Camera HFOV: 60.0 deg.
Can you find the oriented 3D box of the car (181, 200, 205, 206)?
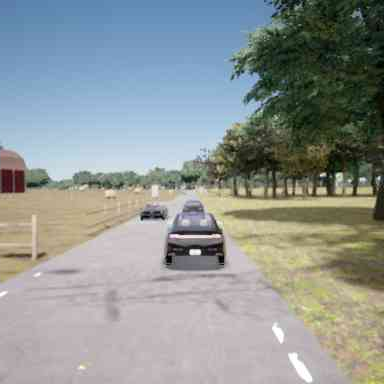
[{"bbox_3d":[0.097,1.415,27.930,1.812,1.442,4.674,0,0,0],"label":"car"}]

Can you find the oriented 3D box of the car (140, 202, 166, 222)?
[{"bbox_3d":[-2.847,1.500,25.794,1.895,1.301,4.718,0,0,0],"label":"car"}]

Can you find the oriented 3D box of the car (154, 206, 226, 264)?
[{"bbox_3d":[0.092,1.448,11.629,2.128,1.511,4.902,0,0,0],"label":"car"}]
